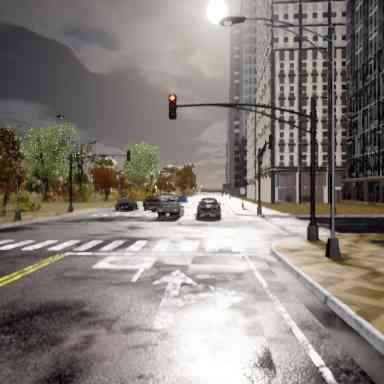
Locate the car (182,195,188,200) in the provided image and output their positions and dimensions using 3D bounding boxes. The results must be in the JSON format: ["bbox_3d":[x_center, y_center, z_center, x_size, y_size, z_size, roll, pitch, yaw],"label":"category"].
[{"bbox_3d":[-1.936,1.451,69.220,1.882,1.535,5.008,0,0,5],"label":"car"}]

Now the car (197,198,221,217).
[{"bbox_3d":[1.587,1.315,30.529,2.097,1.767,4.553,0,0,4],"label":"car"}]

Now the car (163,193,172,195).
[{"bbox_3d":[-5.227,1.196,68.847,2.150,2.045,5.566,0,0,5],"label":"car"}]

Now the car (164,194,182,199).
[{"bbox_3d":[-3.257,1.536,53.948,1.994,1.385,4.181,0,0,5],"label":"car"}]

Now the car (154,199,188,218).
[{"bbox_3d":[-1.788,1.550,29.403,1.895,1.301,4.718,0,0,4],"label":"car"}]

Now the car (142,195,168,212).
[{"bbox_3d":[-4.460,1.479,39.263,1.837,1.490,4.892,0,1,4],"label":"car"}]

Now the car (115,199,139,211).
[{"bbox_3d":[-7.702,1.540,39.456,1.994,1.385,4.181,0,0,5],"label":"car"}]
